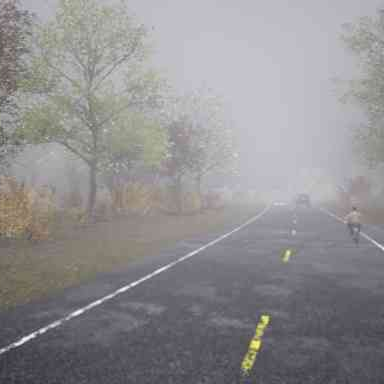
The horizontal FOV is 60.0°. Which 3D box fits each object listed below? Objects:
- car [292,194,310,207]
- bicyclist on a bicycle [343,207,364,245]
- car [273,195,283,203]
[{"bbox_3d":[18.049,1.297,54.500,2.150,2.045,5.566,-1,0,14],"label":"car"},{"bbox_3d":[7.068,1.430,14.465,0.866,1.612,1.509,-1,-1,19],"label":"bicyclist on a bicycle"},{"bbox_3d":[18.916,1.709,72.892,2.128,1.511,4.902,-1,0,14],"label":"car"}]
